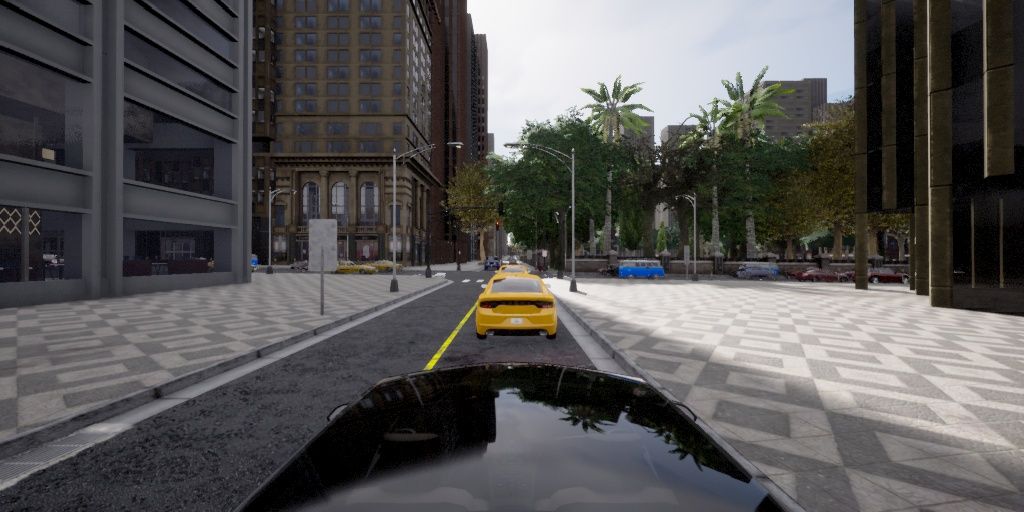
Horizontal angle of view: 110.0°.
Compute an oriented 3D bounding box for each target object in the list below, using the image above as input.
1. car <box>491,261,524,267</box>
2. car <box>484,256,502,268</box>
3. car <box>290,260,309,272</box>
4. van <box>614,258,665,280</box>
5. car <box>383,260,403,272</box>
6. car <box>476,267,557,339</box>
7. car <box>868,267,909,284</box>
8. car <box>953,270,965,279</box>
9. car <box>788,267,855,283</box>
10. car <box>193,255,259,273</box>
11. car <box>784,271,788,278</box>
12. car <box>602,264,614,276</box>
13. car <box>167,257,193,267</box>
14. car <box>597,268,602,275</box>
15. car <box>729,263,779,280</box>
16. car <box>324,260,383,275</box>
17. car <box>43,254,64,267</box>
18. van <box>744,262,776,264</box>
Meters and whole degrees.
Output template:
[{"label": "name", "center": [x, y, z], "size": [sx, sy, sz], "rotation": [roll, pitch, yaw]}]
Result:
[{"label": "car", "center": [0.042, 1.235, 20.168], "size": [1.882, 1.535, 5.008], "rotation": [0, 0, 0]}, {"label": "car", "center": [-2.975, 1.036, 54.563], "size": [2.150, 2.045, 5.566], "rotation": [0, 0, 0]}, {"label": "car", "center": [-21.209, 1.009, 39.229], "size": [5.357, 1.411, 2.033], "rotation": [1, 0, 0]}, {"label": "van", "center": [11.942, 1.315, 33.156], "size": [3.998, 1.789, 1.690], "rotation": [0, 0, 0]}, {"label": "car", "center": [-15.272, 1.102, 41.851], "size": [4.829, 1.417, 1.751], "rotation": [0, 0, 0]}, {"label": "car", "center": [0.112, 1.230, 10.108], "size": [1.882, 1.535, 5.008], "rotation": [0, 0, 0]}, {"label": "car", "center": [34.035, 1.779, 33.019], "size": [4.097, 1.591, 1.967], "rotation": [0, 0, 0]}, {"label": "car", "center": [45.313, 2.122, 38.730], "size": [4.181, 1.385, 1.994], "rotation": [1, 0, 1]}, {"label": "car", "center": [28.512, 1.830, 33.053], "size": [4.207, 1.307, 1.802], "rotation": [0, 0, 0]}, {"label": "car", "center": [-26.316, 0.868, 33.395], "size": [4.829, 1.417, 1.751], "rotation": [0, 0, 0]}, {"label": "car", "center": [34.077, 1.933, 41.544], "size": [4.507, 1.381, 1.888], "rotation": [0, 0, 0]}, {"label": "car", "center": [13.090, 1.248, 39.017], "size": [5.566, 2.045, 2.150], "rotation": [1, 0, 0]}, {"label": "car", "center": [-37.782, 0.775, 41.991], "size": [4.313, 1.339, 1.948], "rotation": [0, 0, 0]}, {"label": "car", "center": [11.984, 1.606, 41.682], "size": [4.207, 1.307, 1.802], "rotation": [0, 0, 0]}, {"label": "car", "center": [26.029, 1.804, 38.933], "size": [4.181, 1.385, 1.994], "rotation": [1, 0, 0]}, {"label": "car", "center": [-14.975, 1.053, 33.324], "size": [4.829, 1.417, 1.751], "rotation": [0, 0, 0]}, {"label": "car", "center": [-43.498, 0.508, 33.502], "size": [4.097, 1.591, 1.967], "rotation": [0, 0, 0]}, {"label": "van", "center": [28.554, 1.638, 41.579], "size": [3.998, 1.789, 1.690], "rotation": [0, 0, 0]}]
